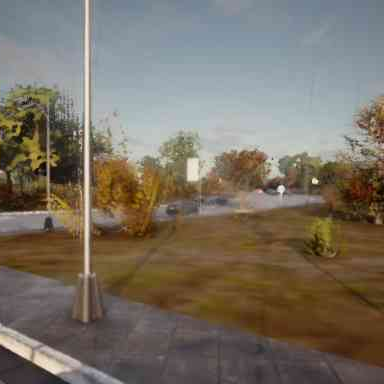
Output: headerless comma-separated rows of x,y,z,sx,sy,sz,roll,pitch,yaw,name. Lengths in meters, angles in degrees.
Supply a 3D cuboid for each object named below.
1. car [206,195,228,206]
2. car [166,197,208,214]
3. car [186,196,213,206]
3.700,1.314,50.760,1.837,1.490,4.892,0,1,39,car
-0.703,1.544,34.027,1.994,1.385,4.181,0,0,39,car
1.271,1.402,53.315,1.895,1.301,4.718,0,1,39,car
